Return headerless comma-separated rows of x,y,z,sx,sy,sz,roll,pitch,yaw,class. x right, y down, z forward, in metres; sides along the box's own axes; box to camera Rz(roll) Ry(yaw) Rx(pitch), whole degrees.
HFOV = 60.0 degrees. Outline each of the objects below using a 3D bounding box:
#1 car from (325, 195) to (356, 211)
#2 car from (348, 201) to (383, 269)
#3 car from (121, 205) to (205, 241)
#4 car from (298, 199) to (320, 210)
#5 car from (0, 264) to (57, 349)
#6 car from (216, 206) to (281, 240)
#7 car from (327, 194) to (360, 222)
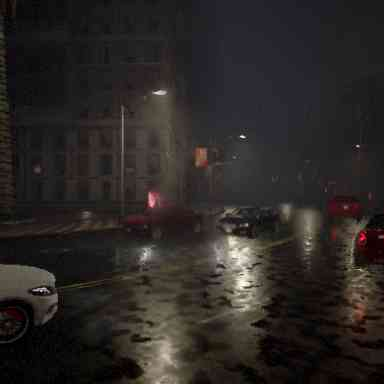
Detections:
18.322,1.328,41.213,2.097,1.767,4.553,0,0,5,car
6.711,1.347,10.409,2.097,1.767,4.553,0,0,40,car
-1.343,1.463,17.082,1.882,1.535,5.008,0,0,38,car
14.948,1.536,42.689,1.994,1.385,4.181,0,0,5,car
-4.404,1.520,4.667,4.674,1.442,1.812,0,0,-33,car
3.034,1.479,17.138,2.128,1.511,4.902,0,0,34,car
11.794,1.202,25.855,2.150,2.045,5.566,0,0,22,car
